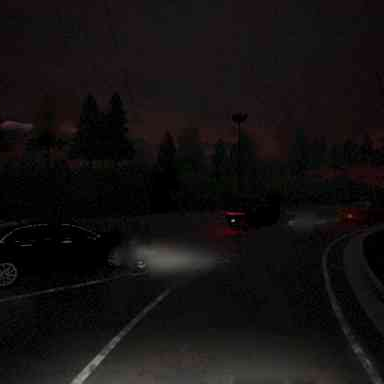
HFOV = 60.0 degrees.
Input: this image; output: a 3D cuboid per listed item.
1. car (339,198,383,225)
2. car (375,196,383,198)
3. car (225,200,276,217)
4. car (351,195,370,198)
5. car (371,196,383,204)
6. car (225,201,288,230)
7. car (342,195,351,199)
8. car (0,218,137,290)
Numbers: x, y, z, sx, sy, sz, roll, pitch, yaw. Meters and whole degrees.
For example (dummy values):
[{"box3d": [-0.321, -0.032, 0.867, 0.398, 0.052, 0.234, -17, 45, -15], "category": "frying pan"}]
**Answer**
[{"box3d": [12.396, 1.466, 23.865, 5.008, 1.535, 1.882, 0, 0, -42], "category": "car"}, {"box3d": [23.163, 1.530, 38.305, 5.357, 1.411, 2.033, 0, 0, -42], "category": "car"}, {"box3d": [5.709, 1.533, 31.973, 5.357, 1.411, 2.033, 0, 0, -42], "category": "car"}, {"box3d": [26.497, 1.502, 50.737, 4.674, 1.442, 1.812, 0, 0, -42], "category": "car"}, {"box3d": [37.199, 1.494, 65.244, 4.902, 1.511, 2.128, 0, 0, -42], "category": "car"}, {"box3d": [4.223, 1.482, 21.203, 4.902, 1.511, 2.128, 0, 0, -42], "category": "car"}, {"box3d": [26.864, 1.329, 55.783, 4.553, 1.767, 2.097, -1, 0, -42], "category": "car"}, {"box3d": [-3.846, 1.500, 9.206, 4.892, 1.490, 1.837, 0, 0, -42], "category": "car"}]
